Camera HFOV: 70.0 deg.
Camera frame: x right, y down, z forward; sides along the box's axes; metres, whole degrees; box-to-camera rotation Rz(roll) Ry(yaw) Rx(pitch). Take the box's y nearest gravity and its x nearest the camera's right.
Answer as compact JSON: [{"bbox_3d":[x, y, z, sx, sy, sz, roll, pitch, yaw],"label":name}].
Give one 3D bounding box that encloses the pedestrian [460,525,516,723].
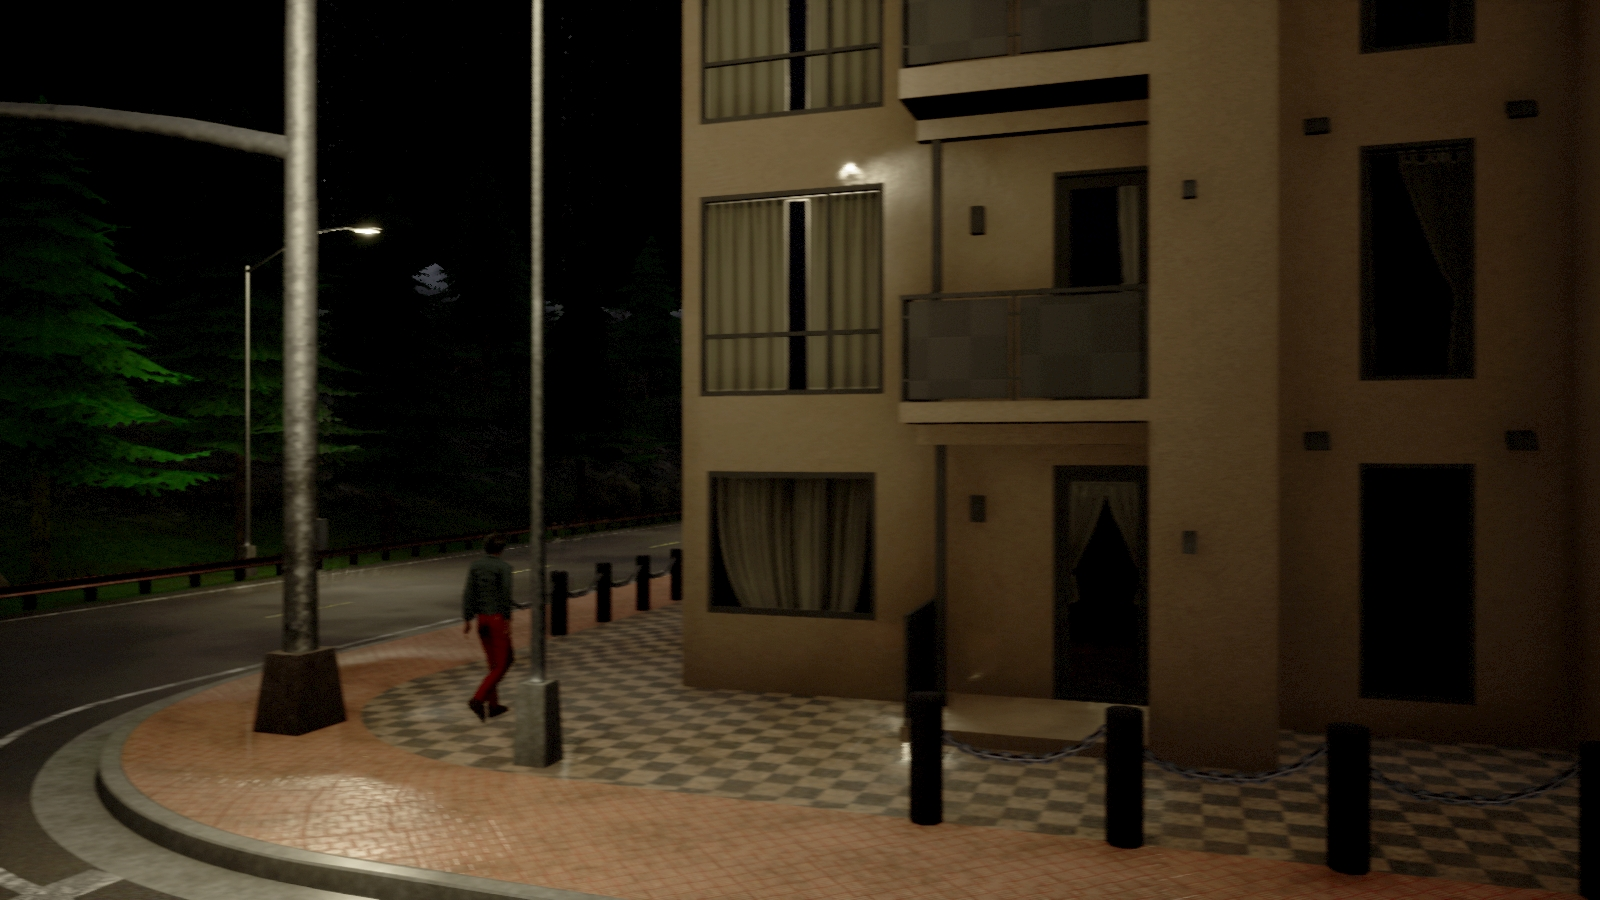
[{"bbox_3d":[-3.050,1.676,11.173,0.375,1.860,0.375,0,0,23],"label":"pedestrian"}]
